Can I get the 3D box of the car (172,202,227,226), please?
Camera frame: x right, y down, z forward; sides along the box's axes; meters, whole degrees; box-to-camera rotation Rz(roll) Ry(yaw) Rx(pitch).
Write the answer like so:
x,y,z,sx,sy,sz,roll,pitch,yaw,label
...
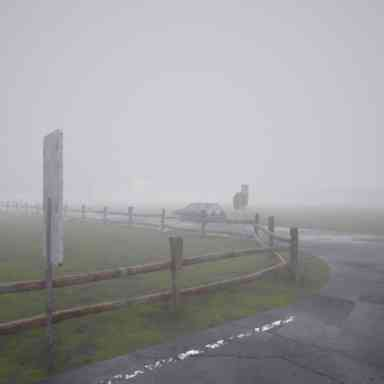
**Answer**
x,y,z,sx,sy,sz,roll,pitch,yaw,label
0.451,1.566,25.718,2.097,1.767,4.553,0,-1,-42,car
